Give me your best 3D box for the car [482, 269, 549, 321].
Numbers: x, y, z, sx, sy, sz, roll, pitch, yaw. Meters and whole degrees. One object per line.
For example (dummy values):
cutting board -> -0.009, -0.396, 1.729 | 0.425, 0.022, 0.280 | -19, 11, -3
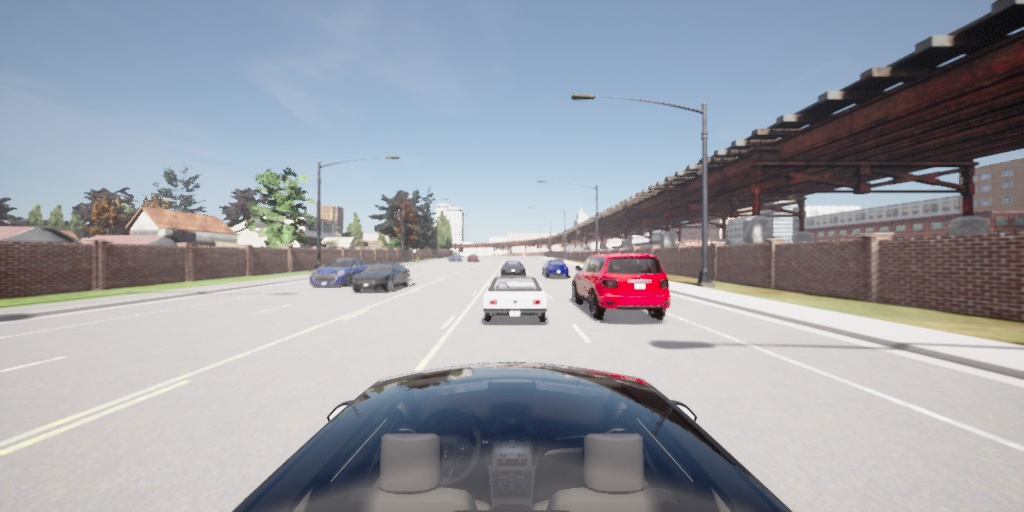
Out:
car -> 0.094, 1.305, 12.245 | 1.895, 1.301, 4.718 | 0, 0, 0

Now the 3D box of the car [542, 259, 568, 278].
car -> 3.600, 0.993, 29.936 | 1.812, 1.442, 4.674 | 0, 1, 0

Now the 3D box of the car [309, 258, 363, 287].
car -> -10.596, 0.934, 22.442 | 2.097, 1.767, 4.553 | 0, 1, 0

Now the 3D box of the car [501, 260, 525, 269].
car -> 0.099, 1.038, 29.432 | 1.994, 1.385, 4.181 | 0, 1, 0

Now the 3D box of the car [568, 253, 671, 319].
car -> 3.596, 0.922, 12.757 | 2.150, 2.045, 5.566 | 0, 1, 0

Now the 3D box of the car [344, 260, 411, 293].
car -> -7.097, 1.096, 19.910 | 1.882, 1.535, 5.008 | 0, 1, 0
